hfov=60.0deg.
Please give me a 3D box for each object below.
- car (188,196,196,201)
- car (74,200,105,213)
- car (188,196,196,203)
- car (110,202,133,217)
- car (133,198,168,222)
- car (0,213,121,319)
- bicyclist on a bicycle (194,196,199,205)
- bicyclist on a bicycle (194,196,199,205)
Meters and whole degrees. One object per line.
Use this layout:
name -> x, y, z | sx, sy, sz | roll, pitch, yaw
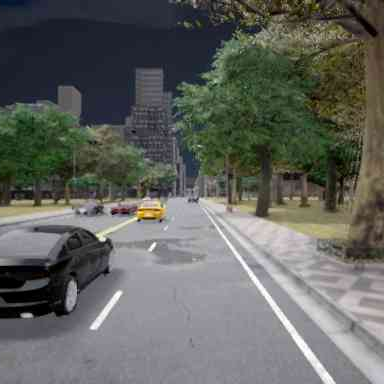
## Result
car -> -0.008, 1.867, 94.180 | 1.994, 1.385, 4.181 | 0, 0, 0
car -> -9.846, 1.549, 32.286 | 2.128, 1.511, 4.902 | 0, 0, 0
car -> -0.007, 1.789, 78.549 | 1.882, 1.535, 5.008 | 0, 0, 0
car -> -6.598, 1.659, 32.501 | 1.895, 1.301, 4.718 | 0, 0, 0
car -> -3.153, 1.520, 26.692 | 1.882, 1.535, 5.008 | 0, 0, 0
car -> -3.150, 1.485, 7.552 | 1.882, 1.535, 5.008 | 0, 0, 0
bicyclist on a bicycle -> 0.887, 1.658, 64.475 | 0.866, 1.612, 1.509 | 0, 0, 0
bicyclist on a bicycle -> 0.889, 1.535, 55.309 | 0.659, 1.776, 1.843 | 0, 0, 0
